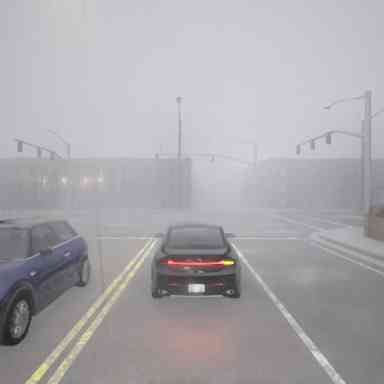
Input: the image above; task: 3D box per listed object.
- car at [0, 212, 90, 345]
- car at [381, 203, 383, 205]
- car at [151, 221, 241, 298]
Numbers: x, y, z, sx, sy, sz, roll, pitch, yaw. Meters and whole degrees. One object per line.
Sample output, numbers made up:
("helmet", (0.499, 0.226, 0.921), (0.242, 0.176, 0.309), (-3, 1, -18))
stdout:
("car", (-3.575, 1.352, 6.353), (2.097, 1.767, 4.553), (0, 0, 0))
("car", (18.021, 1.524, 29.759), (4.674, 1.442, 1.812), (0, 0, -2))
("car", (0.081, 1.504, 8.477), (1.837, 1.490, 4.892), (0, 0, 0))
